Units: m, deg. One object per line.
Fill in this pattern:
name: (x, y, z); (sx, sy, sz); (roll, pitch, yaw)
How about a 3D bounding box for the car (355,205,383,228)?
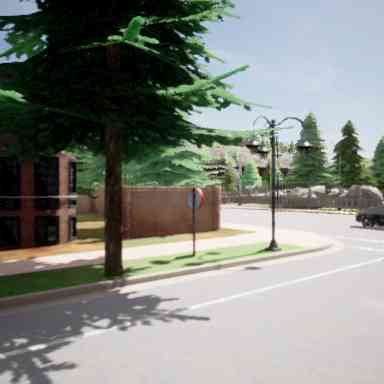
car: (12.296, 1.517, 19.964); (1.812, 1.442, 4.674); (0, 0, -38)
